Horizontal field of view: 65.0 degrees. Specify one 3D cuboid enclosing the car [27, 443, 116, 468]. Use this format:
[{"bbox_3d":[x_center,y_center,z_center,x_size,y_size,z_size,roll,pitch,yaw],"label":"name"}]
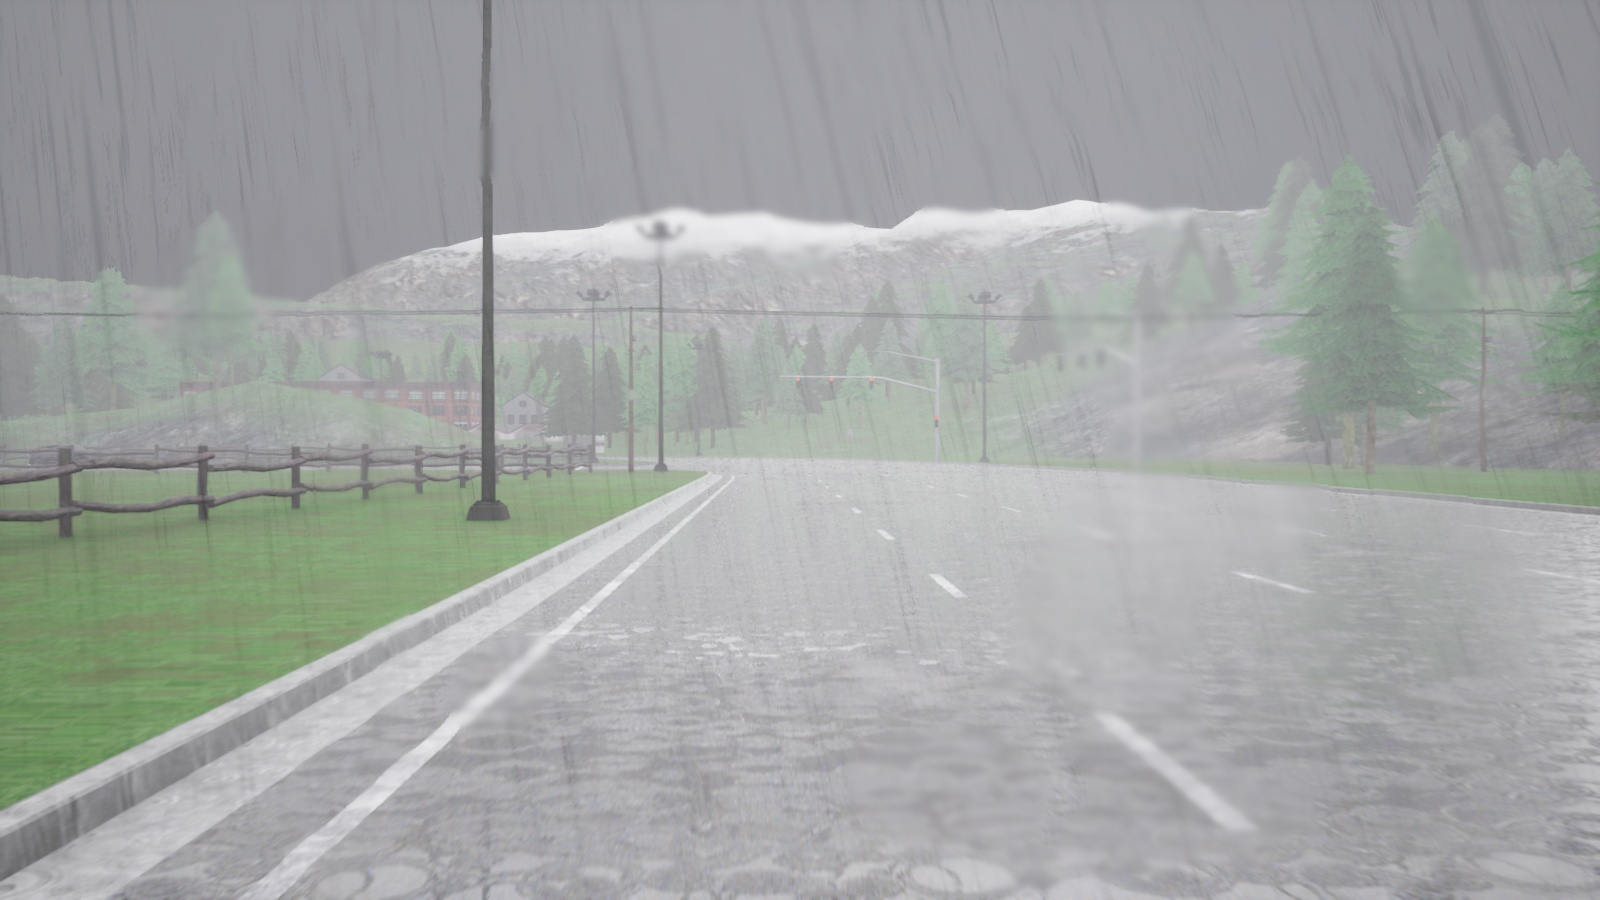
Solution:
[{"bbox_3d":[-43.414,0.305,74.905,4.193,1.474,1.816,0,0,-2],"label":"car"}]
